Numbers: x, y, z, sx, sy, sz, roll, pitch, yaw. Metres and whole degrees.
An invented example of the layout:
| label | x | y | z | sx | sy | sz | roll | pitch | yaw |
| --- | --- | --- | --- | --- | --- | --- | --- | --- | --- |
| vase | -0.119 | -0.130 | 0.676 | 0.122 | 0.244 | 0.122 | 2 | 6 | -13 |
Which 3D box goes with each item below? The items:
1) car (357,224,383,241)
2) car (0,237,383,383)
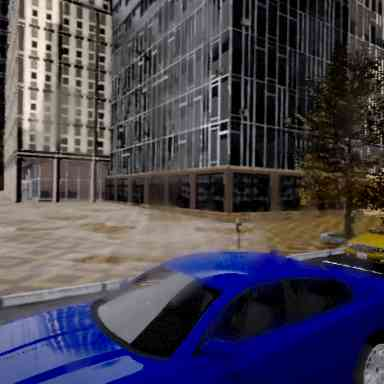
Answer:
| label | x | y | z | sx | sy | sz | roll | pitch | yaw |
| --- | --- | --- | --- | --- | --- | --- | --- | --- | --- |
| car | 6.902 | 1.507 | 10.792 | 4.829 | 1.417 | 1.752 | 0 | 1 | -32 |
| car | 0.265 | 1.451 | 3.536 | 5.008 | 1.535 | 1.882 | 1 | 0 | -32 |
